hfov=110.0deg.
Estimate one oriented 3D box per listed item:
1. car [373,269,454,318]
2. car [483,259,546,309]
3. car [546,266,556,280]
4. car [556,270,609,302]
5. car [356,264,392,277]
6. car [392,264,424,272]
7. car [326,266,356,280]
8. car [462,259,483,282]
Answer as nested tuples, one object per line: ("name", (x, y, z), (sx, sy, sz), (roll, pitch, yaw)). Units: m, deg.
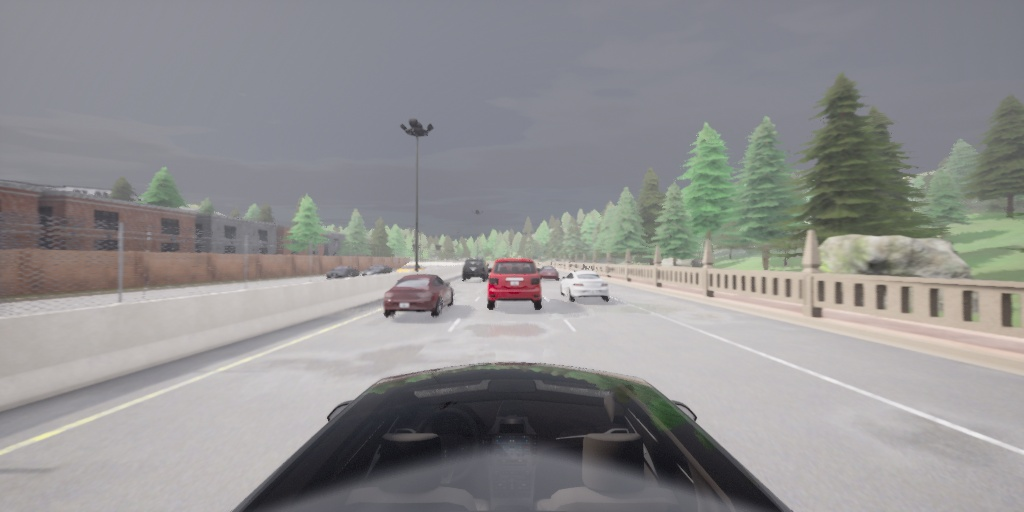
("car", (-3.401, 1.409, 13.639), (1.812, 1.442, 4.674), (0, 0, 0))
("car", (0.100, 1.133, 16.037), (2.150, 2.045, 5.566), (0, 0, 0))
("car", (3.600, 1.705, 36.570), (1.994, 1.385, 4.181), (0, -1, 0))
("car", (3.601, 1.461, 18.273), (1.812, 1.442, 4.674), (0, 0, 0))
("car", (-14.088, 1.648, 37.971), (2.128, 1.511, 4.902), (0, -1, 0))
("car", (-10.590, 1.630, 37.634), (1.882, 1.535, 5.008), (0, -1, 0))
("car", (-17.587, 1.716, 37.531), (1.994, 1.385, 4.181), (0, -1, 0))
("car", (-3.400, 1.337, 34.179), (2.150, 2.045, 5.566), (0, 0, 0))
